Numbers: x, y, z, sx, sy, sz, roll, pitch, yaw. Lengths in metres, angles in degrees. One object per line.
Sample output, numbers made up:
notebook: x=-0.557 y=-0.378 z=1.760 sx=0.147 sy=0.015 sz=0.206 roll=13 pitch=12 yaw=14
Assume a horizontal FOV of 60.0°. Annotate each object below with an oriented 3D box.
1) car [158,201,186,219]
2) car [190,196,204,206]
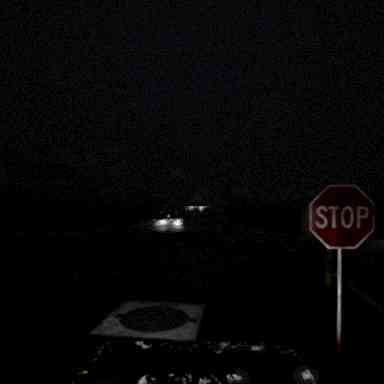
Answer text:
car: x=-1.632 y=1.534 z=29.141 sx=2.033 sy=1.411 sz=5.357 roll=0 pitch=0 yaw=5
car: x=0.841 y=1.457 z=53.700 sx=1.882 sy=1.535 sz=5.008 roll=0 pitch=0 yaw=7
